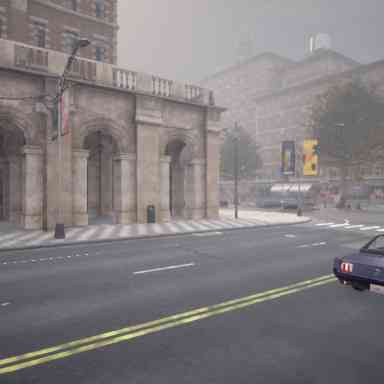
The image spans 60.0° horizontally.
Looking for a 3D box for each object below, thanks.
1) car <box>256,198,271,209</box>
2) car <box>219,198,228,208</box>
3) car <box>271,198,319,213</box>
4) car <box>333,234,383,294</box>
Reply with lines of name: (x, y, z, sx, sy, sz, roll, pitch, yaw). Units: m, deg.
car: (10.986, 1.547, 44.087, 2.033, 1.411, 5.357, 0, 0, -36)
car: (3.250, 1.477, 48.805, 1.882, 1.535, 5.008, 0, 0, -36)
car: (11.700, 1.491, 37.134, 2.128, 1.511, 4.902, 0, 0, -36)
car: (5.426, 1.601, 7.762, 4.718, 1.301, 1.895, 0, 0, -36)
